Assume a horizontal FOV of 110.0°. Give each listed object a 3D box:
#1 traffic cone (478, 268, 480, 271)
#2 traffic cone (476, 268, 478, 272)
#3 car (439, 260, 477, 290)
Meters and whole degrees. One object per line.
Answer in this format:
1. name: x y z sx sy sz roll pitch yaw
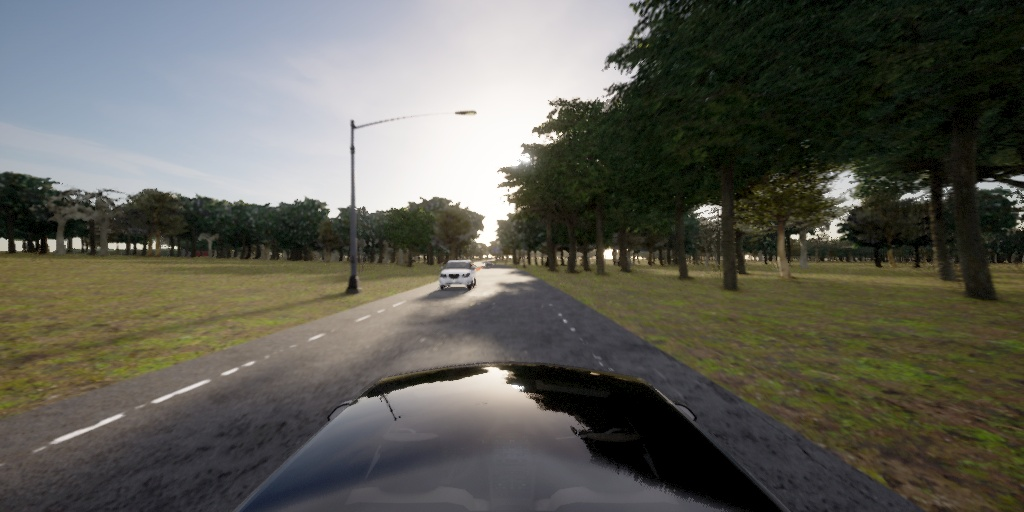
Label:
1. traffic cone: -6.163 2.436 62.122 0.340 0.580 0.340 0 0 -2
2. traffic cone: -5.957 2.380 57.137 0.340 0.580 0.340 0 0 -2
3. car: -3.802 1.295 25.919 2.150 2.045 5.566 -1 -1 -1
